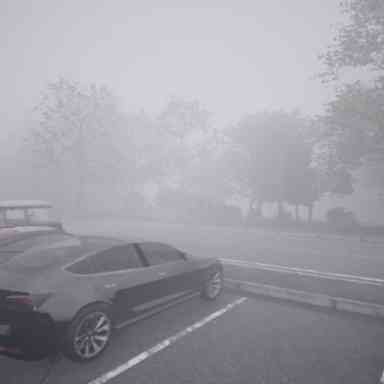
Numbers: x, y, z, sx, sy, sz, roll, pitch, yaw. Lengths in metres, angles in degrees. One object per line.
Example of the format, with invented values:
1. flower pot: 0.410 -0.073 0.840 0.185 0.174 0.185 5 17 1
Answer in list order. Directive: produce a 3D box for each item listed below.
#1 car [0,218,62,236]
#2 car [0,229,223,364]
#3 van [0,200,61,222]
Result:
1. car: -3.534 1.509 7.664 2.002 1.452 4.674 0 0 36
2. car: -1.254 1.502 6.078 2.163 1.488 4.792 0 0 35
3. van: -5.725 1.238 9.373 1.878 1.987 4.442 0 0 35
